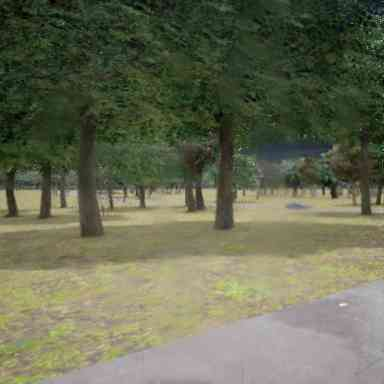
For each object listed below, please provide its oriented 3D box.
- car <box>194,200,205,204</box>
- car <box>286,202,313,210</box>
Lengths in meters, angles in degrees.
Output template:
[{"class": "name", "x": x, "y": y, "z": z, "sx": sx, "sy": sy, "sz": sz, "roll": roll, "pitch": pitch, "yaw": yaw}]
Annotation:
[{"class": "car", "x": 1.685, "y": 2.952, "z": 93.479, "sx": 1.837, "sy": 1.490, "sz": 4.892, "roll": 1, "pitch": -1, "yaw": -35}, {"class": "car", "x": 21.142, "y": 2.761, "z": 65.747, "sx": 2.033, "sy": 1.411, "sz": 5.357, "roll": 1, "pitch": -1, "yaw": -35}]
